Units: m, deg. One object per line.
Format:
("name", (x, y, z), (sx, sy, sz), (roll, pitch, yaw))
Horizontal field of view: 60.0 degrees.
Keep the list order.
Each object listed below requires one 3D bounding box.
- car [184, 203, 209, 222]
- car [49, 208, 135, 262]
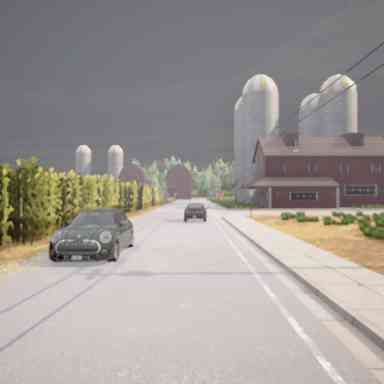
("car", (0.346, 1.730, 28.631), (1.837, 1.490, 4.892), (0, 0, 3))
("car", (-3.525, 1.449, 12.471), (2.097, 1.767, 4.553), (0, 0, 0))
